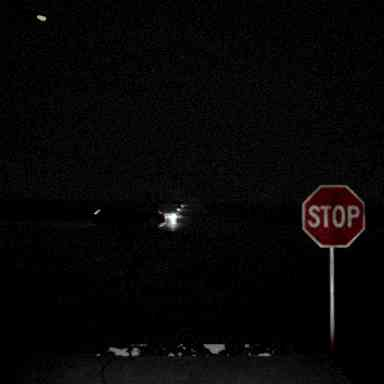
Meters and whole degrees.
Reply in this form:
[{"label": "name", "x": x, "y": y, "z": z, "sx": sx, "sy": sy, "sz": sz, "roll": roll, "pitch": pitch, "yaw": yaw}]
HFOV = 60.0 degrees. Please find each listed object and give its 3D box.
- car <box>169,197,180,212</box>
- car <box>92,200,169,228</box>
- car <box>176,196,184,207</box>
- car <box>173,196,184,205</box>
[{"label": "car", "x": -2.764, "y": 1.633, "z": 38.659, "sx": 1.895, "sy": 1.301, "sz": 4.718, "roll": 0, "pitch": 0, "yaw": 1}, {"label": "car", "x": -4.027, "y": 1.300, "z": 21.545, "sx": 4.553, "sy": 1.767, "sz": 2.097, "roll": 1, "pitch": 0, "yaw": 0}, {"label": "car", "x": -2.671, "y": 1.612, "z": 48.629, "sx": 1.994, "sy": 1.385, "sz": 4.181, "roll": 0, "pitch": 0, "yaw": 1}, {"label": "car", "x": -2.534, "y": 1.554, "z": 62.617, "sx": 1.882, "sy": 1.535, "sz": 5.008, "roll": 0, "pitch": 0, "yaw": 1}]
